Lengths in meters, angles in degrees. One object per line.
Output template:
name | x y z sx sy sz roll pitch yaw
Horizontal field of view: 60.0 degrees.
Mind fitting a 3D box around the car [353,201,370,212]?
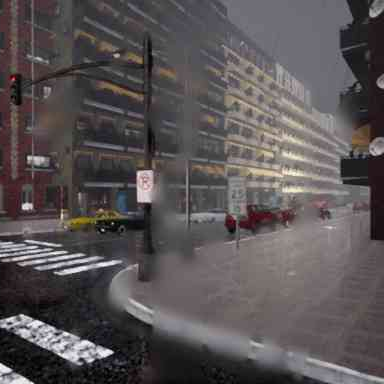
car | 29.992 2.519 59.148 2.192 1.841 5.009 -1 -2 35

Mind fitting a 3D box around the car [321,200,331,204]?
car | 26.368 2.635 68.525 2.192 1.841 5.009 -1 -2 35

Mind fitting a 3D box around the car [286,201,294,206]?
car | 13.279 2.441 49.822 1.752 1.417 4.829 -1 -2 35

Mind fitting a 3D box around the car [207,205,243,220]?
car | 3.634 2.159 36.042 1.887 1.381 4.507 -1 -2 35

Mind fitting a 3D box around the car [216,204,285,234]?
car | 4.009 1.709 22.033 2.192 1.841 5.009 -1 -2 35

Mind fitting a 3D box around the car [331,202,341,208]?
car | 32.866 3.061 77.800 1.887 1.381 4.507 -1 -2 35

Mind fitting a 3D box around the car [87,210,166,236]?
car | -3.830 1.907 20.841 1.895 1.301 4.718 0 -1 35

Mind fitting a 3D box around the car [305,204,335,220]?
car | 13.755 2.281 35.944 1.802 1.307 4.206 -1 -2 35

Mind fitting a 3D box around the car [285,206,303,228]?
car | 7.259 2.041 26.666 1.887 1.381 4.507 -1 -2 35

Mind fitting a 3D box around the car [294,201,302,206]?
car | 16.624 2.335 54.607 2.192 1.841 5.009 -1 -2 35

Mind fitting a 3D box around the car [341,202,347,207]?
car | 39.363 3.276 87.080 1.947 1.339 4.313 -1 -2 35

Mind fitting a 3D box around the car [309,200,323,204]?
car | 23.122 2.765 63.881 1.887 1.381 4.507 -1 -2 35

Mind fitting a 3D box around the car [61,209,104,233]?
car | -6.208 1.829 21.984 1.752 1.417 4.829 -1 -2 35

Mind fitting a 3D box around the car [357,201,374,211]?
car | 33.241 2.618 63.789 2.192 1.841 5.009 -1 -2 35

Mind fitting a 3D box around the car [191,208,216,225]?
car | 1.915 2.089 29.048 1.895 1.301 4.718 0 -1 35
